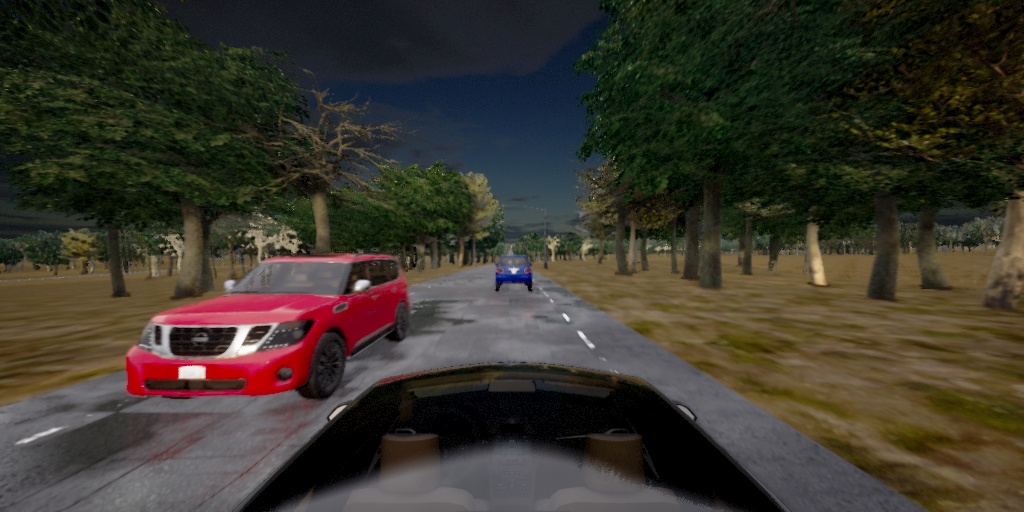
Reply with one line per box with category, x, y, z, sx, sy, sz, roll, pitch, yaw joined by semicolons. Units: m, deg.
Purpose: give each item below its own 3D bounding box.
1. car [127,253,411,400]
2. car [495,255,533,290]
car;-3.596;0.959;6.799;2.150;2.045;5.566;0;0;0
car;0.101;0.957;22.179;2.150;2.045;5.566;0;0;0
